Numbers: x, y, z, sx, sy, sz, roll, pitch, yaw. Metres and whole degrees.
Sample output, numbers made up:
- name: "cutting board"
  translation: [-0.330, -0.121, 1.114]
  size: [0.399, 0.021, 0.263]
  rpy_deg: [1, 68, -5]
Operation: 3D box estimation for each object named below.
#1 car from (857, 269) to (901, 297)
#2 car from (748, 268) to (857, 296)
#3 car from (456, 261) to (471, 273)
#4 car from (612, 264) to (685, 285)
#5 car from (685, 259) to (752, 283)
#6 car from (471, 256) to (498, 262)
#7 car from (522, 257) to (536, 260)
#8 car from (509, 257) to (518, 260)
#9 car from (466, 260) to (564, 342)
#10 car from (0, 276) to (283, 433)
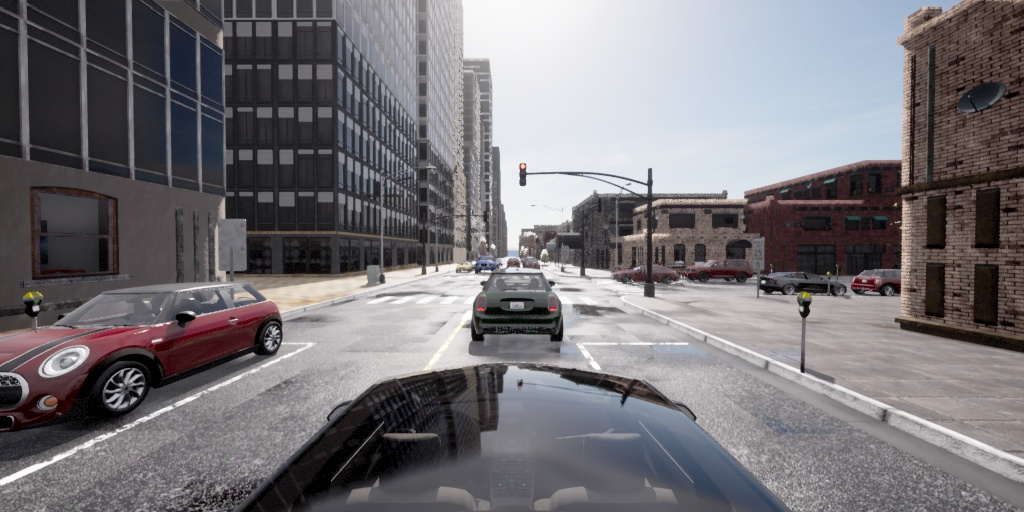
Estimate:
- name: "car"
  translation: [22.005, 1.473, 20.395]
  size: [4.097, 1.591, 1.967]
  rpy_deg: [0, 0, 1]
- name: "car"
  translation: [16.458, 1.546, 20.480]
  size: [4.313, 1.339, 1.948]
  rpy_deg: [0, 0, 1]
- name: "car"
  translation: [-5.725, 1.265, 43.437]
  size: [1.751, 1.417, 4.829]
  rpy_deg: [0, 0, 0]
- name: "car"
  translation: [9.831, 1.346, 26.533]
  size: [4.674, 1.442, 1.812]
  rpy_deg: [1, 1, 4]
- name: "car"
  translation: [16.585, 1.164, 28.858]
  size: [5.009, 1.841, 2.192]
  rpy_deg: [0, 0, 1]
- name: "car"
  translation: [-2.990, 0.961, 41.540]
  size: [2.150, 2.045, 5.566]
  rpy_deg: [0, 0, 1]
- name: "car"
  translation: [2.807, 1.178, 49.175]
  size: [1.967, 1.591, 4.097]
  rpy_deg: [0, 0, 0]
- name: "car"
  translation: [0.247, 1.088, 60.737]
  size: [2.097, 1.767, 4.553]
  rpy_deg: [0, 0, 0]
- name: "car"
  translation: [0.155, 1.100, 9.953]
  size: [2.097, 1.767, 4.553]
  rpy_deg: [0, 0, 1]
- name: "car"
  translation: [-5.682, 1.188, 5.659]
  size: [1.967, 1.591, 4.097]
  rpy_deg: [0, 0, 0]
